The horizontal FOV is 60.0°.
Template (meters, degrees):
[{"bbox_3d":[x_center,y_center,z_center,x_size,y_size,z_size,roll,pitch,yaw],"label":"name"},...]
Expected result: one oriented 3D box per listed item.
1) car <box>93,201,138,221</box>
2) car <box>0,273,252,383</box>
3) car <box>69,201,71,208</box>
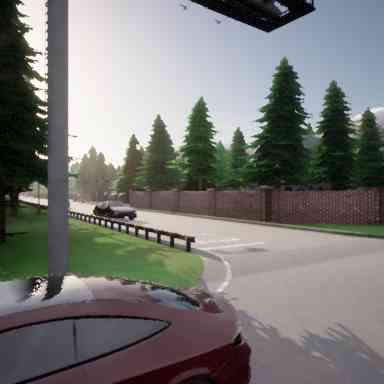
[{"bbox_3d":[-5.878,1.371,24.980,2.033,1.411,5.357,0,0,-32],"label":"car"},{"bbox_3d":[-1.571,1.528,2.721,4.674,1.442,1.812,0,0,-33],"label":"car"},{"bbox_3d":[-17.001,1.301,42.802,1.882,1.535,5.008,0,0,-32],"label":"car"}]
